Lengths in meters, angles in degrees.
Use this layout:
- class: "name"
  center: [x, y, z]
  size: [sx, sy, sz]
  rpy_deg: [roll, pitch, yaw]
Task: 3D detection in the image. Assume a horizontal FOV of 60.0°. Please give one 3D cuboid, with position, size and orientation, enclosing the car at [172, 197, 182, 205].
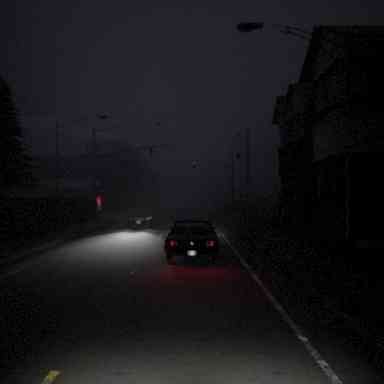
- class: "car"
  center: [-3.505, 2.122, 79.075]
  size: [2.150, 2.045, 5.566]
  rpy_deg: [0, -1, 0]

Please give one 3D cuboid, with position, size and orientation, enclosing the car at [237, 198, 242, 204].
- class: "car"
  center: [13.746, 2.015, 79.625]
  size: [4.605, 1.855, 1.932]
  rpy_deg: [0, -1, 0]

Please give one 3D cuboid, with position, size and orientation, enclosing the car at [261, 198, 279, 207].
- class: "car"
  center: [14.485, 1.900, 57.508]
  size: [3.806, 1.475, 1.970]
  rpy_deg: [0, -1, 0]

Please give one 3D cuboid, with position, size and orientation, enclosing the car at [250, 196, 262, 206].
- class: "car"
  center: [14.161, 1.894, 63.926]
  size: [5.027, 1.636, 2.152]
  rpy_deg: [0, -1, 0]

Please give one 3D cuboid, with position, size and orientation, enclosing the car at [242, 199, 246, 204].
- class: "car"
  center: [14.159, 1.962, 76.720]
  size: [3.866, 1.878, 1.905]
  rpy_deg: [0, -1, 0]

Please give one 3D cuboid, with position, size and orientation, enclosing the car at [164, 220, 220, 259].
- class: "car"
  center: [0.014, 1.752, 13.220]
  size: [1.895, 1.301, 4.718]
  rpy_deg: [0, -1, 0]

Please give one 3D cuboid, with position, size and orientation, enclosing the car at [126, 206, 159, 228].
- class: "car"
  center: [-3.524, 1.772, 24.485]
  size: [2.128, 1.511, 4.902]
  rpy_deg: [0, -1, 0]
